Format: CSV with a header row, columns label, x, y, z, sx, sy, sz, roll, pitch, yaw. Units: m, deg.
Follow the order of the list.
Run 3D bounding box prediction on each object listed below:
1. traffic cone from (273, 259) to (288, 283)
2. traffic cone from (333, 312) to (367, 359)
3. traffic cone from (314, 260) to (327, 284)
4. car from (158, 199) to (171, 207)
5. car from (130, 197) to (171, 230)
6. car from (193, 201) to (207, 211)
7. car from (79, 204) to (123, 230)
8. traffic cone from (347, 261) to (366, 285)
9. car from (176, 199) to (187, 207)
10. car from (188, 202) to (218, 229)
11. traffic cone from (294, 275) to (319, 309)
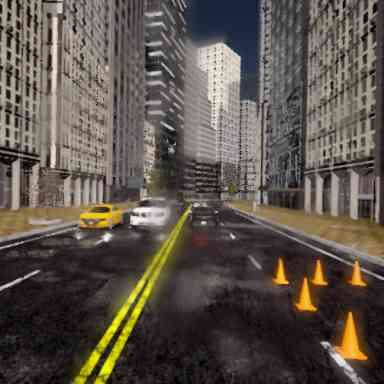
label,x,y,z,sx,sy,sz,roll,pitch,yaw
traffic cone,2.352,2.081,8.833,0.340,0.580,0.340,1,-1,1
traffic cone,2.295,2.043,4.834,0.340,0.580,0.340,1,-1,1
traffic cone,3.351,2.099,8.818,0.340,0.580,0.340,1,-1,1
car,-5.252,2.039,63.717,1.994,1.385,4.181,1,-1,1
car,-2.656,1.382,22.621,2.150,2.045,5.566,1,-1,1
car,1.170,2.081,50.069,1.895,1.301,4.718,1,-1,1
car,-5.915,1.573,22.144,1.882,1.535,5.008,1,-1,1
traffic cone,4.351,2.117,8.804,0.340,0.580,0.340,1,-1,1
car,-2.000,2.036,63.657,1.837,1.490,4.892,1,0,1
car,0.799,1.738,23.638,1.837,1.490,4.892,1,0,1
traffic cone,2.324,2.062,6.833,0.340,0.580,0.340,1,-1,1
